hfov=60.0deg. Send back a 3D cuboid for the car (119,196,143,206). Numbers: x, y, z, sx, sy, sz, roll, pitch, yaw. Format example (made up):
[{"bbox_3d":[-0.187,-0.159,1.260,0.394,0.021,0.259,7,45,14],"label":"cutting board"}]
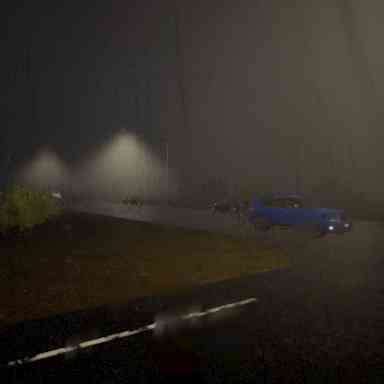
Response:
[{"bbox_3d":[-8.903,1.297,48.425,1.837,1.490,4.892,0,0,-37],"label":"car"}]

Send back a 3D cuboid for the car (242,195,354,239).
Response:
[{"bbox_3d":[5.562,1.184,17.757,2.150,2.045,5.566,0,0,-37],"label":"car"}]

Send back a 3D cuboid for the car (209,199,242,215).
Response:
[{"bbox_3d":[3.599,1.378,31.935,2.128,1.511,4.902,0,0,-37],"label":"car"}]

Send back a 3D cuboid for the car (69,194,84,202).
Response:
[{"bbox_3d":[-23.453,1.177,67.618,1.812,1.442,4.674,0,0,-37],"label":"car"}]

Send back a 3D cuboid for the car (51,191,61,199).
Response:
[{"bbox_3d":[-33.823,0.767,81.295,2.150,2.045,5.566,0,0,-37],"label":"car"}]
